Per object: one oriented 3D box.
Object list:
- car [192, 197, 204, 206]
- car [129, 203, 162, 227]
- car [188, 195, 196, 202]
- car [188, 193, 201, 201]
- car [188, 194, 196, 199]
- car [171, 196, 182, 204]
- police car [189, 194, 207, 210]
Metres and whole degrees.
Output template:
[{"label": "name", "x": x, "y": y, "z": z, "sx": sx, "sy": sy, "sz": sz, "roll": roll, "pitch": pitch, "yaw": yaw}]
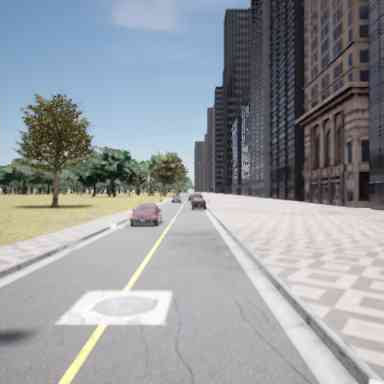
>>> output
[{"label": "car", "x": 0.905, "y": 1.498, "z": 53.527, "sx": 1.812, "sy": 1.442, "sz": 4.674, "roll": 0, "pitch": 0, "yaw": 0}, {"label": "car", "x": -3.096, "y": 1.518, "z": 23.113, "sx": 1.812, "sy": 1.442, "sz": 4.674, "roll": 0, "pitch": 0, "yaw": 0}, {"label": "car", "x": 0.007, "y": 1.412, "z": 77.542, "sx": 1.837, "sy": 1.490, "sz": 4.892, "roll": 0, "pitch": 0, "yaw": 0}, {"label": "car", "x": 0.903, "y": 1.186, "z": 59.557, "sx": 2.150, "sy": 2.045, "sz": 5.566, "roll": 0, "pitch": 0, "yaw": 0}, {"label": "car", "x": 0.009, "y": 1.277, "z": 93.433, "sx": 2.128, "sy": 1.511, "sz": 4.902, "roll": 0, "pitch": 0, "yaw": 0}, {"label": "car", "x": -3.006, "y": 1.473, "z": 64.895, "sx": 1.812, "sy": 1.442, "sz": 4.674, "roll": 0, "pitch": 0, "yaw": 0}, {"label": "police car", "x": 0.904, "y": 1.409, "z": 43.636, "sx": 1.930, "sy": 1.638, "sz": 5.238, "roll": 0, "pitch": 0, "yaw": 0}]
